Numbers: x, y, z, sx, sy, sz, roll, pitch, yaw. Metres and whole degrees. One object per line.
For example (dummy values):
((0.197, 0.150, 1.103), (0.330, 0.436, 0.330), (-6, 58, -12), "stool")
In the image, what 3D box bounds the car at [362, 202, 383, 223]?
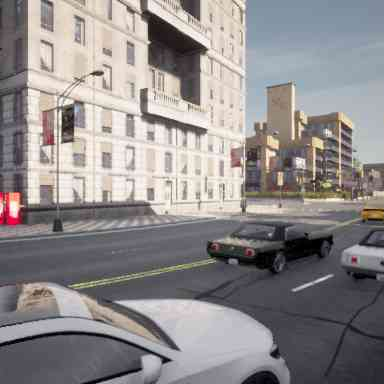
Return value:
((14.112, 1.466, 24.928), (1.882, 1.535, 5.008), (0, 0, 37), "car")

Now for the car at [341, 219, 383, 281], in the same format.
((5.783, 1.598, 8.868), (1.895, 1.301, 4.718), (0, 0, 45), "car")

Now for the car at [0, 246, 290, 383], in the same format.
((-1.246, 1.523, 2.657), (4.674, 1.442, 1.812), (0, 0, -35), "car")

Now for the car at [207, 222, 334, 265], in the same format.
((2.693, 1.595, 10.540), (4.718, 1.301, 1.895), (0, 0, -45), "car")
